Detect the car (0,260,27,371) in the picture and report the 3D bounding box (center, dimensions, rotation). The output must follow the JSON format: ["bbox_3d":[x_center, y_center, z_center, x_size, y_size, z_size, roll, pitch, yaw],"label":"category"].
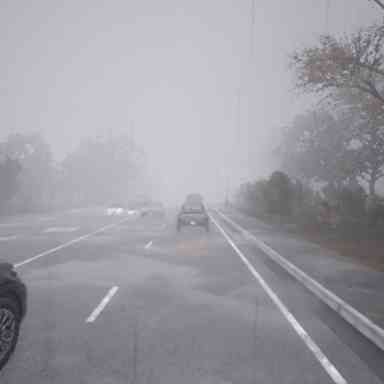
[{"bbox_3d":[-3.412,1.212,2.359,2.150,2.045,5.566,0,0,0],"label":"car"}]

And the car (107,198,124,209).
[{"bbox_3d":[-10.139,1.535,45.526,1.994,1.385,4.181,0,0,4],"label":"car"}]

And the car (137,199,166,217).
[{"bbox_3d":[-3.439,1.559,30.251,1.895,1.301,4.718,0,0,0],"label":"car"}]

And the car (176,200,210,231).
[{"bbox_3d":[0.043,1.443,20.171,2.128,1.511,4.902,0,0,0],"label":"car"}]

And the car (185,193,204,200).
[{"bbox_3d":[0.334,1.188,41.683,2.150,2.045,5.566,0,0,2],"label":"car"}]

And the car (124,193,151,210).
[{"bbox_3d":[-6.770,1.189,43.596,2.150,2.045,5.566,0,0,3],"label":"car"}]
